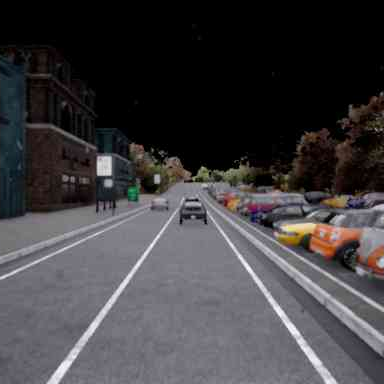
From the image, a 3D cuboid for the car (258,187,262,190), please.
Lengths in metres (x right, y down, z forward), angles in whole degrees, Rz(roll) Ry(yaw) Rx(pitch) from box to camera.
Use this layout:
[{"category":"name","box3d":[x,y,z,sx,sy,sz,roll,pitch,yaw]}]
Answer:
[{"category":"car","box3d":[19.559,0.054,82.938,4.674,1.452,2.002,0,3,0]}]

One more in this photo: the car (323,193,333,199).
[{"category":"car","box3d":[19.396,1.271,41.123,5.008,1.535,2.097,0,0,0]}]

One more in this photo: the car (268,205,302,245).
[{"category":"car","box3d":[6.033,1.446,13.175,5.366,1.575,1.946,0,0,0]}]

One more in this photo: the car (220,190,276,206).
[{"category":"car","box3d":[6.339,1.040,38.222,5.566,2.045,2.435,0,0,0]}]

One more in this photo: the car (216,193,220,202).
[{"category":"car","box3d":[6.337,1.219,46.579,5.008,1.535,2.097,0,1,0]}]

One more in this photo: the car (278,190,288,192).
[{"category":"car","box3d":[19.477,0.858,63.300,4.892,1.521,2.231,0,2,0]}]

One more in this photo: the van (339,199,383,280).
[{"category":"van","box3d":[6.080,1.254,7.670,4.442,1.987,1.878,0,0,0]}]

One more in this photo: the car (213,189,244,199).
[{"category":"car","box3d":[6.414,0.889,57.721,4.553,1.767,2.185,0,1,0]}]

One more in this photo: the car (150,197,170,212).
[{"category":"car","box3d":[-3.400,1.309,36.198,1.812,1.442,4.674,0,0,0]}]

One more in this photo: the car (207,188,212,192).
[{"category":"car","box3d":[6.438,0.446,74.438,4.892,1.521,2.231,0,2,0]}]

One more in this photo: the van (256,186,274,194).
[{"category":"van","box3d":[19.450,-0.517,88.373,4.442,1.987,1.878,-1,3,0]}]

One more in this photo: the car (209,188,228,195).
[{"category":"car","box3d":[6.507,-0.100,82.783,4.553,1.767,2.185,0,3,0]}]

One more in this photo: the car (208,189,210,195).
[{"category":"car","box3d":[6.405,0.594,71.663,4.792,1.488,2.163,0,2,0]}]

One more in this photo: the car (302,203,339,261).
[{"category":"car","box3d":[6.177,1.339,10.390,4.553,1.767,2.185,0,0,0]}]

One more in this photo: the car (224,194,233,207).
[{"category":"car","box3d":[6.295,1.310,35.440,5.008,1.535,2.097,0,0,0]}]

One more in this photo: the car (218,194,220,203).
[{"category":"car","box3d":[6.302,1.280,43.793,4.792,1.488,2.163,0,0,0]}]

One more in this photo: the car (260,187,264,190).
[{"category":"car","box3d":[19.574,0.199,80.029,4.792,1.488,2.163,0,3,0]}]

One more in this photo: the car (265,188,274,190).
[{"category":"car","box3d":[19.710,0.438,74.446,5.366,1.575,1.946,0,3,0]}]

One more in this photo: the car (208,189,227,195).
[{"category":"car","box3d":[6.515,-0.101,85.573,4.792,1.488,2.163,0,3,0]}]

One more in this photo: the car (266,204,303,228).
[{"category":"car","box3d":[6.231,1.473,15.957,4.674,1.452,2.002,0,0,0]}]

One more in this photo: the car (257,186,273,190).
[{"category":"car","box3d":[19.569,-0.103,85.718,4.674,1.452,2.002,0,3,0]}]

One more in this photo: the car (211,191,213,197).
[{"category":"car","box3d":[6.422,0.971,60.511,4.792,1.488,2.163,0,2,0]}]

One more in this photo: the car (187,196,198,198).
[{"category":"car","box3d":[0.028,1.233,41.176,2.128,1.511,4.902,0,1,0]}]

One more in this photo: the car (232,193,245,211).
[{"category":"car","box3d":[6.249,1.220,29.999,4.553,1.767,2.185,0,0,0]}]

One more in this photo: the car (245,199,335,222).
[{"category":"car","box3d":[6.254,1.399,21.524,5.008,1.535,2.097,0,0,0]}]

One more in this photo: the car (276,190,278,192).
[{"category":"car","box3d":[19.489,0.763,66.216,5.008,1.535,2.097,0,2,0]}]

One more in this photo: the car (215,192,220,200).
[{"category":"car","box3d":[6.346,1.180,49.368,5.008,1.535,2.097,0,1,0]}]

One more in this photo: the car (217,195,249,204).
[{"category":"car","box3d":[6.365,1.174,52.158,4.674,1.452,2.002,0,1,0]}]

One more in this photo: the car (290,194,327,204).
[{"category":"car","box3d":[19.268,1.070,55.068,5.366,1.575,1.946,0,1,0]}]

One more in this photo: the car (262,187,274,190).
[{"category":"car","box3d":[19.721,0.307,77.238,5.366,1.575,1.946,0,3,0]}]

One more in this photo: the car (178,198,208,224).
[{"category":"car","box3d":[0.079,1.370,23.557,1.837,1.490,4.892,0,0,0]}]

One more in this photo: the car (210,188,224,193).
[{"category":"car","box3d":[6.383,0.645,66.079,4.553,1.767,2.185,0,2,0]}]

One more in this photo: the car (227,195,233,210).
[{"category":"car","box3d":[6.476,1.325,32.657,5.366,1.575,1.946,0,0,0]}]

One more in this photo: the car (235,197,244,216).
[{"category":"car","box3d":[6.276,1.366,27.091,4.892,1.521,2.231,0,0,0]}]

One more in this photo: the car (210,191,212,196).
[{"category":"car","box3d":[6.374,0.889,63.298,4.792,1.488,2.163,0,2,0]}]

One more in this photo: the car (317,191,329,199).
[{"category":"car","box3d":[19.443,1.122,43.908,4.553,1.767,2.185,0,1,0]}]

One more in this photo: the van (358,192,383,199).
[{"category":"van","box3d":[19.254,1.101,32.644,4.442,1.987,1.878,0,0,0]}]

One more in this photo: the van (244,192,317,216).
[{"category":"van","box3d":[6.376,1.156,24.306,4.442,1.987,1.878,0,0,0]}]

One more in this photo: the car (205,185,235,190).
[{"category":"car","box3d":[6.484,0.063,77.212,5.566,2.045,2.435,0,3,0]}]

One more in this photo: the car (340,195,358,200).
[{"category":"car","box3d":[19.352,1.057,35.429,5.566,2.045,2.435,0,0,0]}]

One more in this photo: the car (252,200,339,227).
[{"category":"car","box3d":[6.233,1.416,18.741,5.008,1.535,2.097,0,0,0]}]

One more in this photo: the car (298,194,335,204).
[{"category":"car","box3d":[19.448,1.129,52.279,5.008,1.535,2.097,0,1,0]}]

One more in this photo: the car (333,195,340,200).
[{"category":"car","box3d":[19.576,1.287,38.214,5.366,1.575,1.946,0,0,0]}]

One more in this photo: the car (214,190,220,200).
[{"category":"car","box3d":[6.404,0.953,54.941,4.553,1.767,2.185,0,1,0]}]
